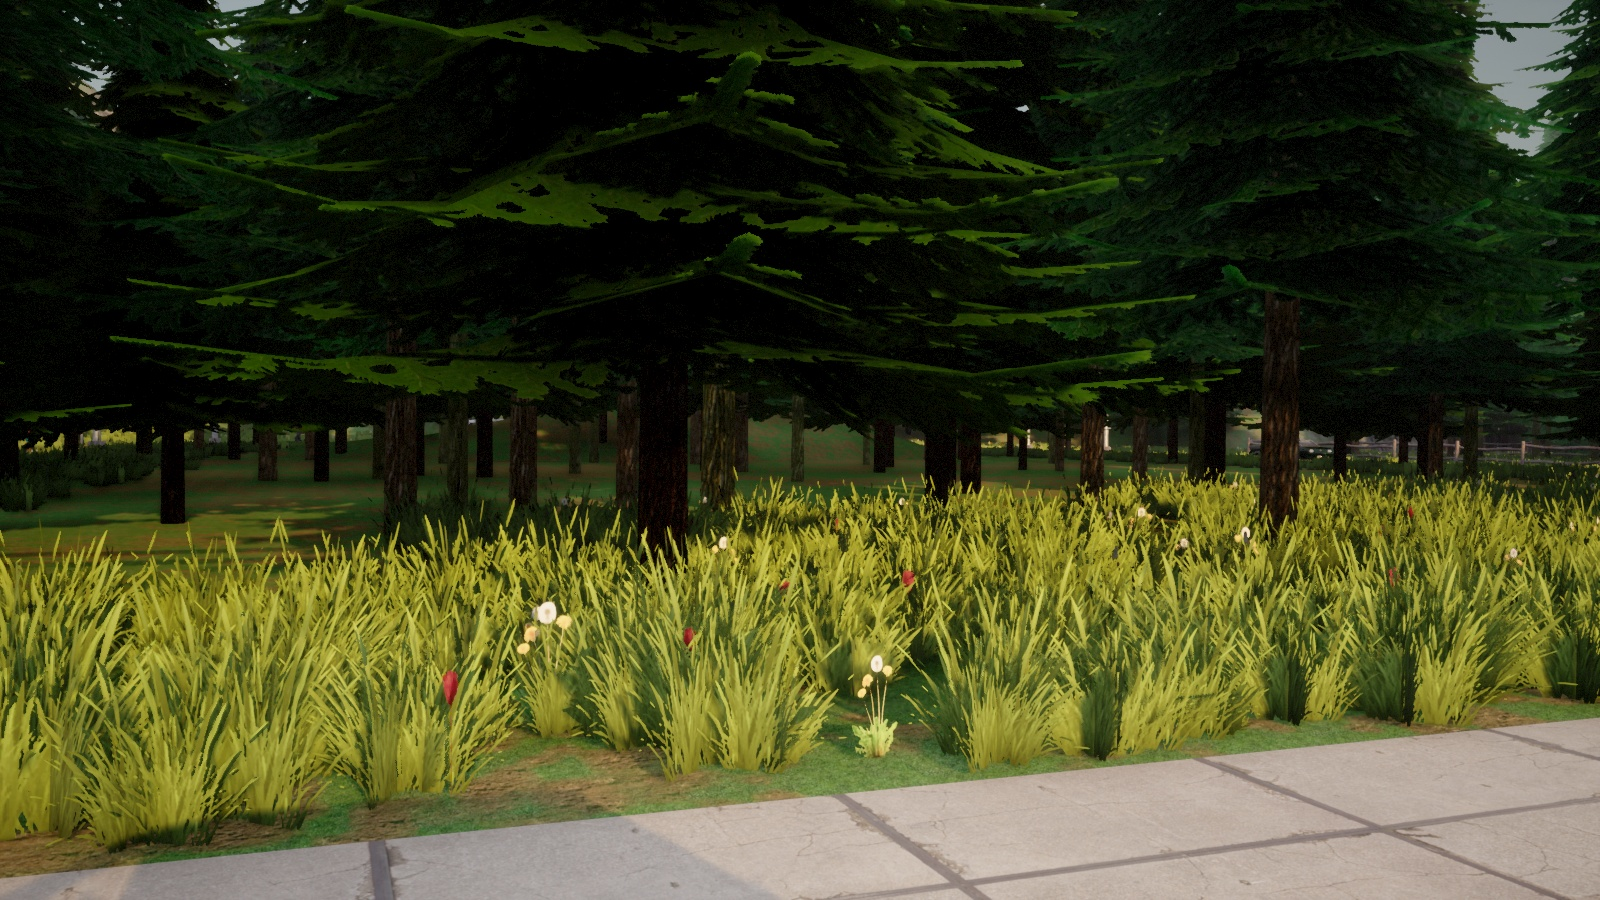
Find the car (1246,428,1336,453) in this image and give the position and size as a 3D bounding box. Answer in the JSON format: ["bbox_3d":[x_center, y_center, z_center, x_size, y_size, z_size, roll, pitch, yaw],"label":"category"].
[{"bbox_3d":[26.716,-0.532,68.480,1.895,1.301,4.718,-1,1,-20],"label":"car"}]
